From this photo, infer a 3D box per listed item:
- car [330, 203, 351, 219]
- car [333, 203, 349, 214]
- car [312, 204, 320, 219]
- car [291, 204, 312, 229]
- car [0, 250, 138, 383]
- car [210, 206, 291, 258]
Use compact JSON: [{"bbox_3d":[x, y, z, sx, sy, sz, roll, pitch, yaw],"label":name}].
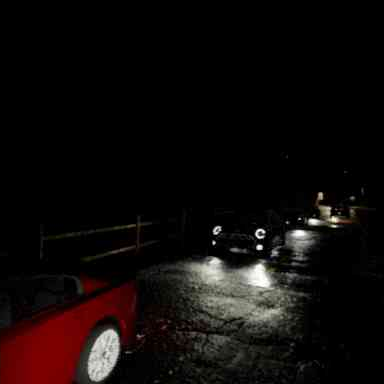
[{"bbox_3d":[15.899,1.986,35.721,2.128,1.511,4.902,2,0,25],"label":"car"},{"bbox_3d":[20.872,2.243,46.578,1.895,1.301,4.718,2,0,25],"label":"car"},{"bbox_3d":[11.915,1.926,33.919,1.994,1.385,4.181,2,0,25],"label":"car"},{"bbox_3d":[7.213,1.743,23.811,1.812,1.442,4.674,2,0,25],"label":"car"},{"bbox_3d":[-2.435,1.393,2.907,1.882,1.535,5.008,2,0,25],"label":"car"},{"bbox_3d":[2.406,1.420,13.381,2.097,1.767,4.553,2,0,25],"label":"car"}]
